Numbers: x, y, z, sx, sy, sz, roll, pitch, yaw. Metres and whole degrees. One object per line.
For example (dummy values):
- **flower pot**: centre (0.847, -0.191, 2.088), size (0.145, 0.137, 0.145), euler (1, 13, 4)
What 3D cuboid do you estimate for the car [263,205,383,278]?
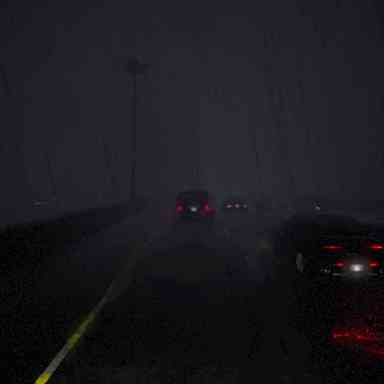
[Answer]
- **car**: centre (3.610, 1.370, 9.699), size (1.837, 1.490, 4.892), euler (0, 1, 0)

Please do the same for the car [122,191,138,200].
- **car**: centre (-10.574, 0.604, 56.892), size (1.882, 1.535, 5.008), euler (0, 1, 0)

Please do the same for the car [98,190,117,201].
- **car**: centre (-14.073, 0.488, 55.583), size (2.097, 1.767, 4.553), euler (0, 1, 0)

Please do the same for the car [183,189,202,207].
- **car**: centre (0.087, 0.632, 39.738), size (2.150, 2.045, 5.566), euler (0, 1, 0)

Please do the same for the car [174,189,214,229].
- **car**: centre (0.098, 0.931, 19.536), size (2.150, 2.045, 5.566), euler (0, 1, 0)

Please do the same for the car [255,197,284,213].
- **car**: centre (7.094, 1.131, 30.540), size (1.994, 1.385, 4.181), euler (0, 1, 0)

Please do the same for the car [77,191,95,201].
- **car**: centre (-17.571, 0.630, 55.495), size (1.837, 1.490, 4.892), euler (0, 1, 1)

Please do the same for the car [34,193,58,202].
- **car**: centre (-21.092, 0.788, 48.242), size (1.994, 1.385, 4.181), euler (0, 1, 0)

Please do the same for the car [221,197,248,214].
- **car**: centre (3.596, 1.128, 28.934), size (2.033, 1.411, 5.357), euler (0, 1, 0)

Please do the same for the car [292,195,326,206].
- **car**: centre (10.594, 1.085, 30.346), size (1.837, 1.490, 4.892), euler (0, 1, 0)
